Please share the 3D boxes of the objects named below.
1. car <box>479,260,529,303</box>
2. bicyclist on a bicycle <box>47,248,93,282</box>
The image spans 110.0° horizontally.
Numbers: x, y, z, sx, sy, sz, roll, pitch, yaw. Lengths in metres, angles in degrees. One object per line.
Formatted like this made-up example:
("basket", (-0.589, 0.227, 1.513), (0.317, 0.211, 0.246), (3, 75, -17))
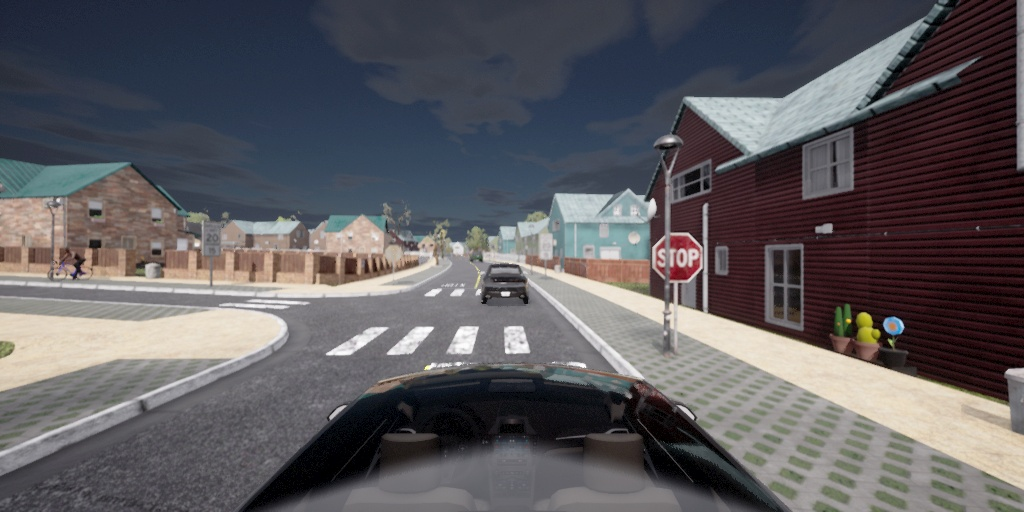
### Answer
("car", (-0.336, 1.081, 15.473), (1.837, 1.490, 4.892), (0, 1, -2))
("bicyclist on a bicycle", (-21.640, 0.423, 17.600), (0.582, 1.620, 1.656), (1, 0, 9))
